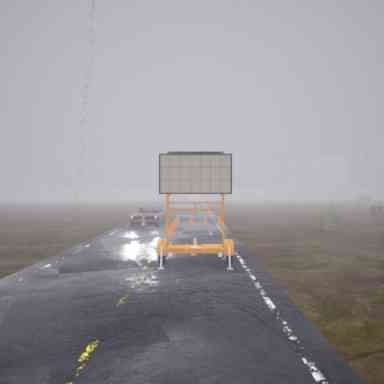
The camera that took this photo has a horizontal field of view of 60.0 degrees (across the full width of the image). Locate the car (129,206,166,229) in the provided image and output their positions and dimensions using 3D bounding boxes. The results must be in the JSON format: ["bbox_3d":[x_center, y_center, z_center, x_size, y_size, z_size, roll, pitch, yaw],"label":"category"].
[{"bbox_3d":[-2.863,1.600,22.022,1.895,1.301,4.718,0,0,1],"label":"car"}]

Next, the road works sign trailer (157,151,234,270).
[{"bbox_3d":[0.115,0.464,11.066,2.380,3.560,2.880,0,0,1],"label":"road works sign trailer"}]

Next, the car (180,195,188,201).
[{"bbox_3d":[-2.082,1.507,85.606,1.837,1.490,4.892,0,0,1],"label":"car"}]
